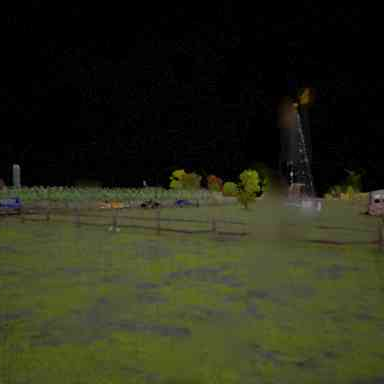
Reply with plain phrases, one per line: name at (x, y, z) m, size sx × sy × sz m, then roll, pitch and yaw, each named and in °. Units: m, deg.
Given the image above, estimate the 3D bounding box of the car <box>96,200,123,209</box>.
car at (-13.951, 2.200, 56.280) m, size 1.882 × 1.535 × 5.008 m, roll -2°, pitch -2°, yaw 36°

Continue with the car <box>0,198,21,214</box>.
car at (-24.501, 1.792, 41.704) m, size 2.150 × 2.045 × 5.566 m, roll -2°, pitch -2°, yaw 36°

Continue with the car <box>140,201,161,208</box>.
car at (-7.430, 2.278, 60.369) m, size 1.994 × 1.385 × 4.181 m, roll -2°, pitch -2°, yaw 36°

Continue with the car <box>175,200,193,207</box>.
car at (-1.757, 2.326, 68.326) m, size 1.812 × 1.442 × 4.674 m, roll -2°, pitch -2°, yaw 36°
